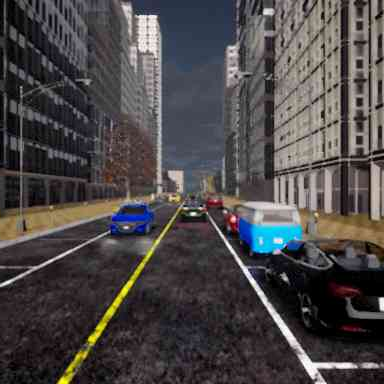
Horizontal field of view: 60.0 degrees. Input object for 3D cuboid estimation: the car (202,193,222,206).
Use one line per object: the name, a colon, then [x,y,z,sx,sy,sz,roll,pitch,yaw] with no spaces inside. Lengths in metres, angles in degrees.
car: [2.685,1.123,40.708,2.192,1.841,5.009,0,0,0]

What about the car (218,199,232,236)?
car: [2.689,1.360,17.940,1.967,1.590,4.097,0,0,0]

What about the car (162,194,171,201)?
car: [-5.705,1.205,74.871,1.802,1.307,4.206,0,0,0]

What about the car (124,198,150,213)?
car: [-5.696,1.387,35.026,2.008,1.369,4.403,0,0,0]

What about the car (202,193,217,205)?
car: [2.682,1.064,52.092,2.192,1.841,5.009,0,0,0]

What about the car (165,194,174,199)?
car: [-5.708,1.108,86.256,2.008,1.369,4.403,0,0,0]

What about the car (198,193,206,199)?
car: [2.672,1.090,91.938,1.947,1.339,4.313,0,0,0]

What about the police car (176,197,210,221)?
police car: [0.094,1.382,25.854,2.038,1.542,4.974,0,0,0]

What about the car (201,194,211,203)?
car: [2.678,1.212,63.647,1.752,1.417,4.829,0,0,0]

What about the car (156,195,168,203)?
car: [-5.703,1.253,63.488,1.947,1.339,4.313,0,0,0]

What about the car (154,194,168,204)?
car: [-5.701,1.269,57.795,2.008,1.369,4.403,0,0,0]

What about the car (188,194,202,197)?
car: [0.091,1.233,41.915,2.033,1.649,4.856,0,1,0]

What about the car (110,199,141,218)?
car: [-5.694,1.391,29.163,1.752,1.417,4.829,0,0,0]

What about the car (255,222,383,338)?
car: [2.692,1.538,6.555,1.947,1.339,4.313,0,0,0]

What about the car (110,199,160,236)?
car: [-3.105,1.396,18.174,1.882,1.535,5.008,0,0,0]

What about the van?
van: [2.691,1.287,12.248,1.690,1.788,3.998,0,0,0]

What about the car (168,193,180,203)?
car: [-3.063,1.190,59.055,1.882,1.535,5.008,0,0,1]
